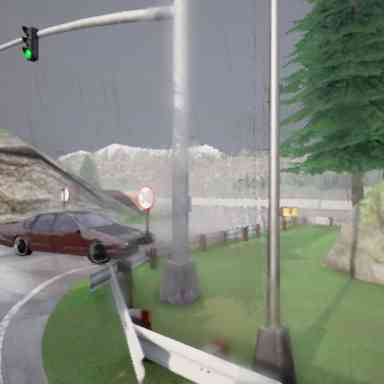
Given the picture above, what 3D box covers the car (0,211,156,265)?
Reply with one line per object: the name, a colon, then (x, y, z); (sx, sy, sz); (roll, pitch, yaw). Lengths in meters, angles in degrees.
car: (-3.799, 1.328, 10.723); (5.357, 1.411, 2.033); (0, 0, 24)
